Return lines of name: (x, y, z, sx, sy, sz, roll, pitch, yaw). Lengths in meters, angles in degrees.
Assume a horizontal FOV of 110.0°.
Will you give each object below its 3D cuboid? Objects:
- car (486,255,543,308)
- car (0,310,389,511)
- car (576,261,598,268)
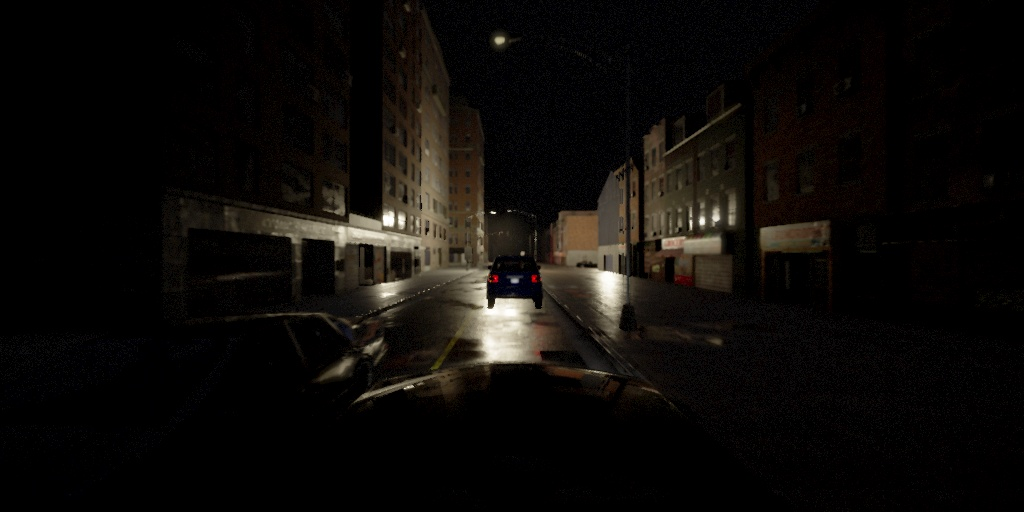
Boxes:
car: (0.101, 0.988, 15.553, 2.150, 2.045, 5.566, 0, 0, 0)
car: (-2.846, 1.299, 3.392, 2.033, 1.411, 5.357, 0, 0, 0)
car: (13.212, 1.515, 62.110, 4.313, 1.339, 1.948, 0, 0, 0)
